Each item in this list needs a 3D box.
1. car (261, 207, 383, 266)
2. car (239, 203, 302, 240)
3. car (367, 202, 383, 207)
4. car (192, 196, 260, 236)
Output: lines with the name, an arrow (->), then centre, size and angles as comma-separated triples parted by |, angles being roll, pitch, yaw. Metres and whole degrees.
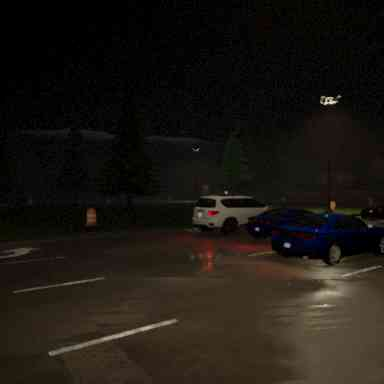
car -> 4.959, 1.476, 11.653 | 5.008, 1.535, 1.882 | 0, 0, -35
car -> 4.864, 1.476, 15.864 | 5.008, 1.535, 1.882 | 1, 0, -35
car -> 16.349, 1.559, 28.465 | 4.181, 1.385, 1.994 | 0, 0, -35
car -> 2.628, 1.222, 18.821 | 5.566, 2.045, 2.150 | 0, 0, -35
